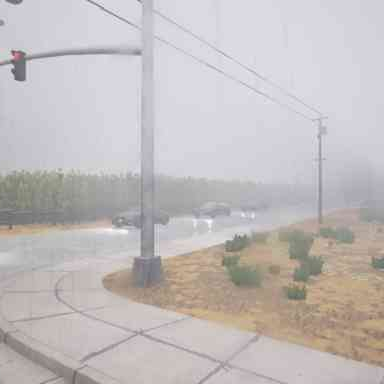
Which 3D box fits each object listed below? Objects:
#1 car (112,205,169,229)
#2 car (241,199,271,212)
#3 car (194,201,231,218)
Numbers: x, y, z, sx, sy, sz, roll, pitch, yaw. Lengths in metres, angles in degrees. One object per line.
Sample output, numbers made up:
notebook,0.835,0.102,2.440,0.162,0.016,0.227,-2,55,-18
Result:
car,-3.353,1.599,22.276,1.994,1.385,4.181,0,0,33
car,7.665,1.582,39.363,2.033,1.411,5.357,0,0,33
car,2.021,1.561,30.592,1.812,1.442,4.674,0,0,33
